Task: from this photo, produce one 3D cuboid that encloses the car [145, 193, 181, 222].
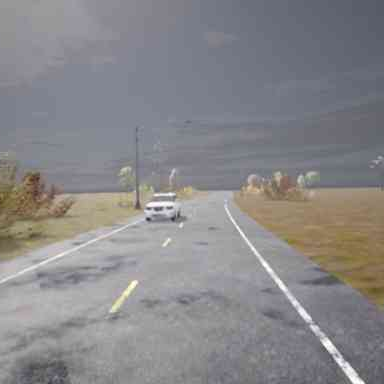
[{"bbox_3d":[-2.172,1.123,26.035,2.150,2.045,5.566,-1,0,4],"label":"car"}]
